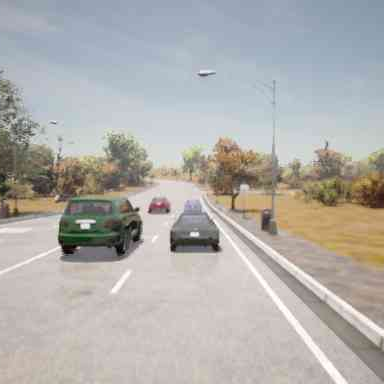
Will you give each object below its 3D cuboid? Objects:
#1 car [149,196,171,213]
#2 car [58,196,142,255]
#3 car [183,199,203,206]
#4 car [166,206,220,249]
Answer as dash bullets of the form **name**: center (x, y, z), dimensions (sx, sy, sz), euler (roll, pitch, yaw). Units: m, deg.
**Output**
- **car**: center (-3.407, 1.250, 35.897), dimensions (2.097, 1.767, 4.553), euler (0, 0, 0)
- **car**: center (-3.401, 1.183, 13.289), dimensions (2.150, 2.045, 5.566), euler (0, 0, 0)
- **car**: center (0.094, 1.451, 33.962), dimensions (2.033, 1.411, 5.357), euler (0, 0, 0)
- **car**: center (0.097, 1.523, 14.272), dimensions (1.994, 1.385, 4.181), euler (0, 0, 0)
